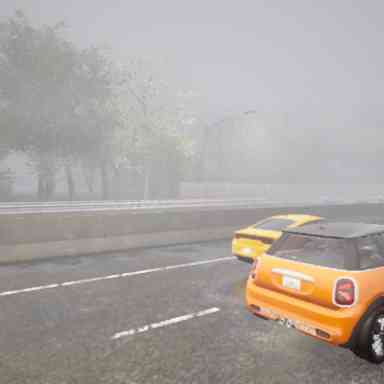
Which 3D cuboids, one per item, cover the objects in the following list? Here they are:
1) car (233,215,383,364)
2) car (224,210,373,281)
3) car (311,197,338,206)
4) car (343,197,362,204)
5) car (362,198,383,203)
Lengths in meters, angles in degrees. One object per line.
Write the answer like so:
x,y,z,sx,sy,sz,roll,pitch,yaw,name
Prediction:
3.188,1.338,6.065,4.553,1.767,2.097,0,0,-35,car
3.546,1.458,10.601,5.008,1.535,1.882,0,0,-35,car
19.062,1.447,47.604,4.674,1.442,1.812,0,0,-36,car
22.758,1.445,45.972,4.674,1.442,1.812,0,0,-35,car
24.691,1.467,43.054,5.357,1.411,2.033,0,0,-35,car
